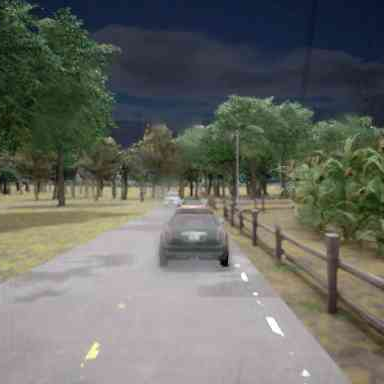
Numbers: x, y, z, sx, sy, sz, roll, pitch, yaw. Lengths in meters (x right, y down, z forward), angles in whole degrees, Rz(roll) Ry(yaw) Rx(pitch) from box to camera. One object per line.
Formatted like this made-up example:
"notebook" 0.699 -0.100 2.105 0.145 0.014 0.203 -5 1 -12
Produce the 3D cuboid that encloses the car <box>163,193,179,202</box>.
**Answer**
"car" -2.803 1.106 47.515 2.150 2.045 5.566 0 0 0

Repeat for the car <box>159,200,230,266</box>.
"car" 0.073 1.336 11.653 2.097 1.767 4.553 0 0 0

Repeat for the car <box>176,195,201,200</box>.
"car" 0.076 1.303 26.680 2.097 1.767 4.553 0 0 0
